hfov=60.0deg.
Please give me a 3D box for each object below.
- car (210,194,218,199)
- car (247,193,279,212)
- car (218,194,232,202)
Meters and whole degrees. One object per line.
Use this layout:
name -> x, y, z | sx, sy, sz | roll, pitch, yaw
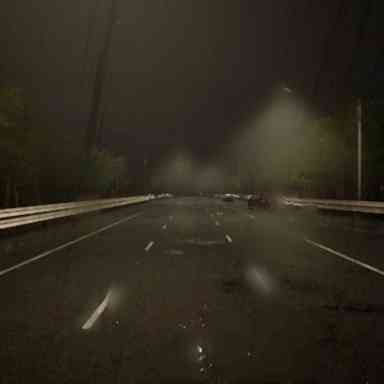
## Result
car -> 7.105, 1.343, 94.597 | 2.033, 1.411, 5.357 | 0, 0, 0
car -> 7.839, 1.099, 37.202 | 2.150, 2.045, 5.566 | 0, 0, -6
car -> 7.017, 1.324, 67.474 | 2.033, 1.411, 5.357 | 0, 0, 0
